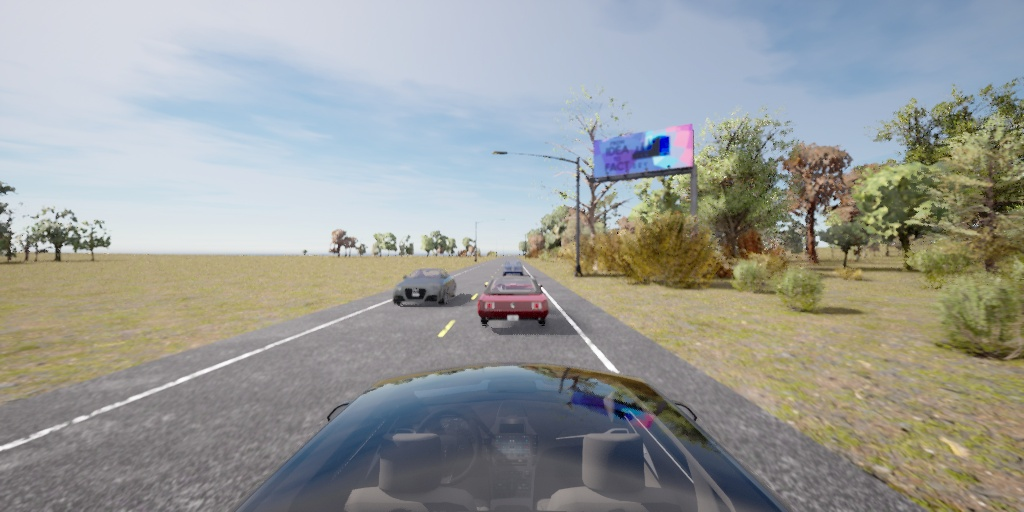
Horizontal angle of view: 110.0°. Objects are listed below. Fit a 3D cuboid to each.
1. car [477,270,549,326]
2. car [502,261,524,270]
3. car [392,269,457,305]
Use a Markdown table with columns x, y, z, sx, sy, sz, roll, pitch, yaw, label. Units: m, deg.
| x | y | z | sx | sy | sz | roll | pitch | yaw | label |
| --- | --- | --- | --- | --- | --- | --- | --- | --- | --- |
| 0.044 | 1.295 | 11.446 | 1.895 | 1.301 | 4.718 | 0 | 0 | 0 | car |
| 0.091 | 1.118 | 32.919 | 2.033 | 1.411 | 5.357 | 0 | 0 | 0 | car |
| -3.574 | 1.236 | 15.293 | 1.994 | 1.385 | 4.181 | 0 | 0 | 0 | car |
